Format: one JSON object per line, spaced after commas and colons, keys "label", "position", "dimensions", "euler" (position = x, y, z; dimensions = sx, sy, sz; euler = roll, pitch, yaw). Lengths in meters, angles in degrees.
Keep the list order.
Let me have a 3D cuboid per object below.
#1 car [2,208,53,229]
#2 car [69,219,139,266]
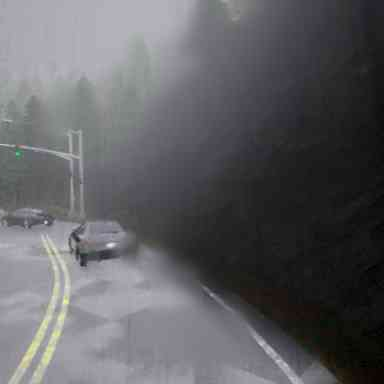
{"label": "car", "position": [-12.750, 2.005, 25.750], "dimensions": [4.892, 1.490, 1.837], "euler": [-1, -1, 34]}
{"label": "car", "position": [-3.396, 1.694, 12.371], "dimensions": [1.994, 1.385, 4.181], "euler": [-2, 0, -25]}
